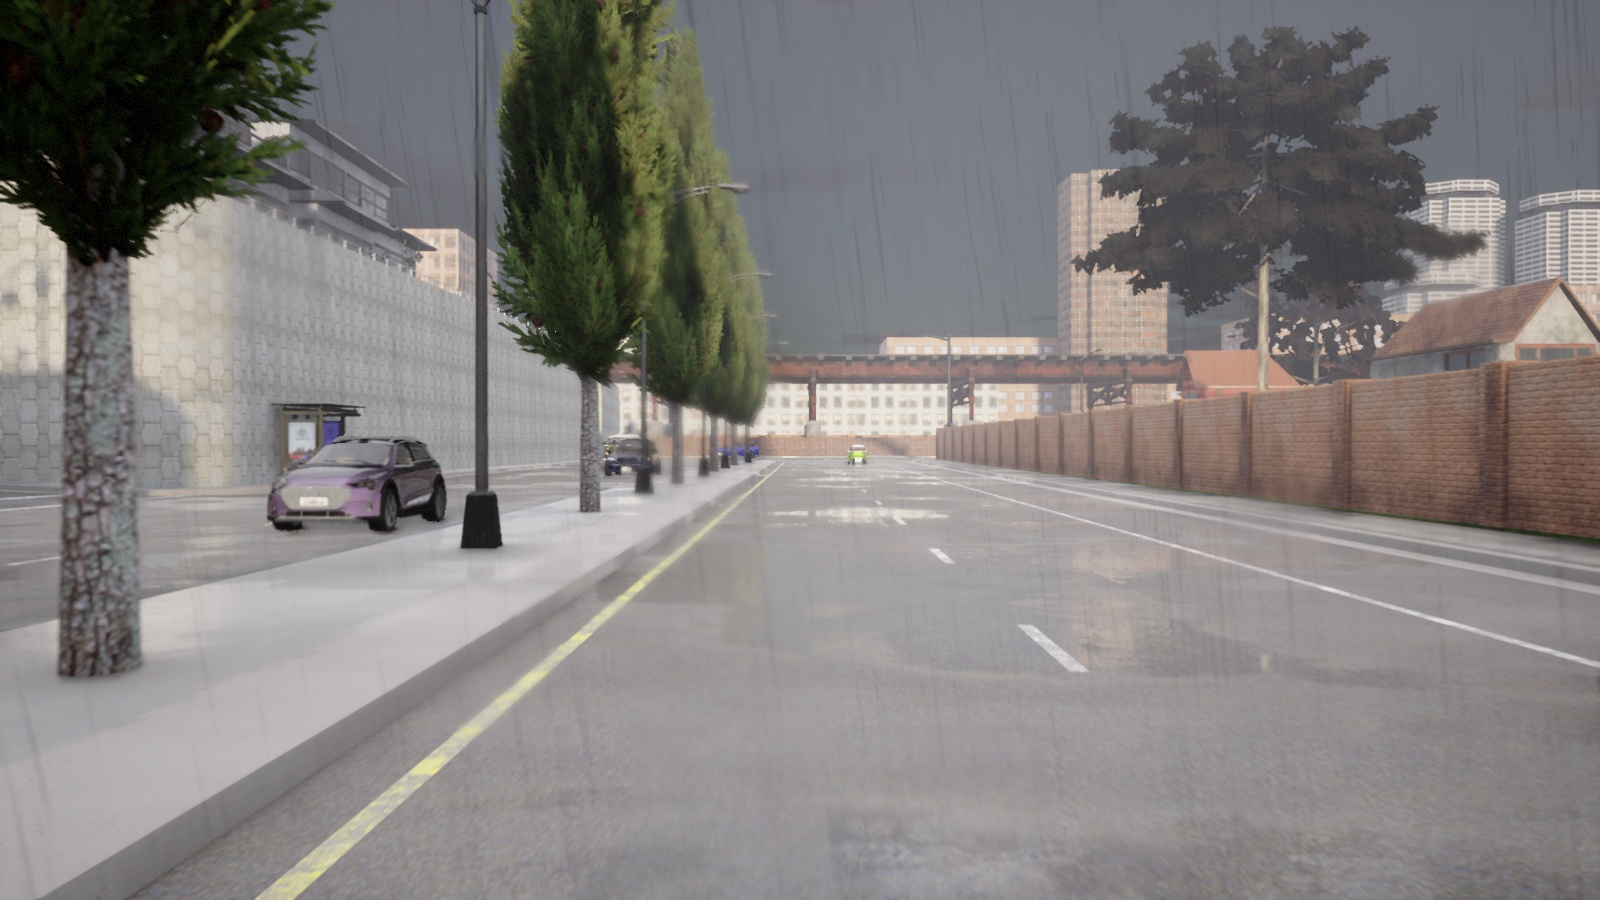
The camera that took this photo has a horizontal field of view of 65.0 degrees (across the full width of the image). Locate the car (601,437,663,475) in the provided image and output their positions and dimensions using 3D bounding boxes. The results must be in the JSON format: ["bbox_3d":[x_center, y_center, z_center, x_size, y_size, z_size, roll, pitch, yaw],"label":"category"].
[{"bbox_3d":[-7.656,0.260,57.669,2.242,1.667,4.611,0,0,0],"label":"car"}]

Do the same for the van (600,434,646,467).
[{"bbox_3d":[-10.992,0.020,78.212,2.069,2.038,4.480,0,0,3],"label":"van"}]

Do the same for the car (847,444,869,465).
[{"bbox_3d":[4.009,0.313,87.160,1.481,1.376,2.207,0,1,0],"label":"car"}]

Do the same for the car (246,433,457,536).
[{"bbox_3d":[-7.856,0.538,22.578,2.033,1.649,4.856,0,0,0],"label":"car"}]
